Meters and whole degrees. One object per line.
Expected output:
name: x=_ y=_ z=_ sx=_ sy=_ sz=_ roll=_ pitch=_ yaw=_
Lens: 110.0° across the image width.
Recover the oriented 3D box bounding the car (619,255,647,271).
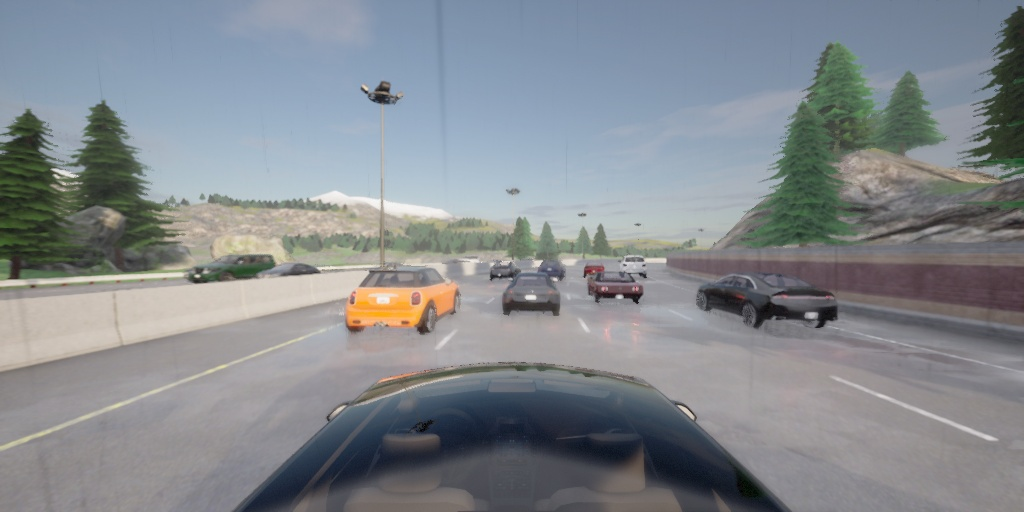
car: x=11.362 y=0.967 z=33.846 sx=2.150 sy=2.045 sz=5.566 roll=0 pitch=0 yaw=14

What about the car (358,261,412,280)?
car: x=-10.940 y=1.230 z=31.401 sx=2.033 sy=1.411 sz=5.357 roll=0 pitch=0 yaw=12

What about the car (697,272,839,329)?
car: x=7.592 y=1.253 z=11.277 sx=2.128 sy=1.511 sz=4.902 roll=0 pitch=0 yaw=4

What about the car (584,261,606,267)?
car: x=7.918 y=1.213 z=34.360 sx=1.882 sy=1.535 sz=5.008 roll=0 pitch=0 yaw=14

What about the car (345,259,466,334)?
car: x=-2.959 y=1.083 z=10.741 sx=2.097 sy=1.767 sz=4.553 roll=0 pitch=0 yaw=4

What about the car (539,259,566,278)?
car: x=3.456 y=1.078 z=30.667 sx=2.097 sy=1.767 sz=4.553 roll=0 pitch=0 yaw=12

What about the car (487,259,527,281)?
car: x=-0.467 y=1.208 z=29.136 sx=2.128 sy=1.511 sz=4.902 roll=0 pitch=0 yaw=11

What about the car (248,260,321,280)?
car: x=-15.587 y=1.202 z=25.247 sx=1.812 sy=1.442 sz=4.674 roll=0 pitch=0 yaw=10

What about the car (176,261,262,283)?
car: x=-22.270 y=1.145 z=27.557 sx=2.128 sy=1.511 sz=4.902 roll=0 pitch=0 yaw=10

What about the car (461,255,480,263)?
car: x=-7.750 y=0.876 z=64.507 sx=2.150 sy=2.045 sz=5.566 roll=0 pitch=0 yaw=24

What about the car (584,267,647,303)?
car: x=4.576 y=1.347 z=16.597 sx=1.895 sy=1.301 sz=4.718 roll=0 pitch=0 yaw=7

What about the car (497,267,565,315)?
car: x=0.771 y=1.302 z=13.525 sx=1.994 sy=1.385 sz=4.181 roll=0 pitch=0 yaw=5

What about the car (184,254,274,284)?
car: x=-19.166 y=0.887 z=25.065 sx=2.150 sy=2.045 sz=5.566 roll=0 pitch=0 yaw=9
